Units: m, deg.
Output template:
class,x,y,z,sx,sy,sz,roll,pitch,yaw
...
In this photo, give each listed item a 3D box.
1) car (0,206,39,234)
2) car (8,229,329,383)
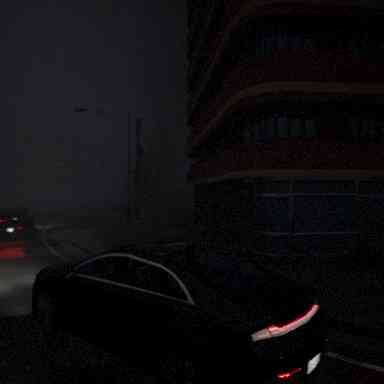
class,x,y,z,sx,sy,sz,roll,pitch,yaw
car,-9.414,1.505,17.800,1.837,1.490,4.892,0,0,-23
car,-0.597,1.492,4.935,4.902,1.511,2.128,0,0,41
